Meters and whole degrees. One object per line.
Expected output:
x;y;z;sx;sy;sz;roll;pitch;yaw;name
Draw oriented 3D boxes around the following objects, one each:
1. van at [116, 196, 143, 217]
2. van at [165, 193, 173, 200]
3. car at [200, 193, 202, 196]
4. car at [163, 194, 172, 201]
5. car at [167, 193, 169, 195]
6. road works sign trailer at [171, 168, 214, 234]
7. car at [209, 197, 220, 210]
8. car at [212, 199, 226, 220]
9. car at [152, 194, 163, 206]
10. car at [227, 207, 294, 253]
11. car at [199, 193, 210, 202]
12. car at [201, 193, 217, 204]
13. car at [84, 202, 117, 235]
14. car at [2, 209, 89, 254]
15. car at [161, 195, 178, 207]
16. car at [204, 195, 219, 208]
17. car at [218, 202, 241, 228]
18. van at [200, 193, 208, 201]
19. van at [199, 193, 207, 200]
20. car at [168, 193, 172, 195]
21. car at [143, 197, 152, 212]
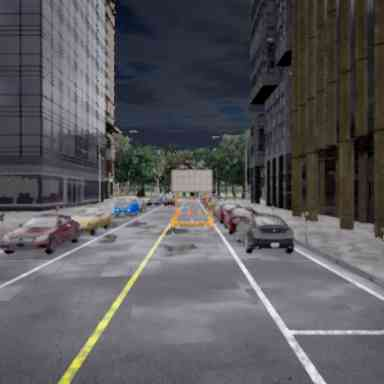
-5.758;1.275;29.584;1.690;1.788;3.998;0;0;0;van
-5.745;1.175;83.960;1.690;1.788;3.998;0;0;0;van
2.775;1.414;62.208;1.887;1.381;4.507;0;0;0;car
-5.746;1.283;78.522;1.967;1.590;4.097;0;0;0;car
-5.750;1.395;62.040;1.752;1.417;4.829;0;0;0;car
0.004;0.421;18.847;2.380;3.560;2.880;0;0;0;road works sign trailer
2.768;1.458;29.752;1.752;1.417;4.829;0;0;0;car
2.767;1.489;24.145;1.887;1.381;4.507;0;0;0;car
-5.752;1.455;51.335;1.947;1.339;4.313;0;0;0;car
2.764;1.520;13.270;2.008;1.369;4.403;0;0;0;car
2.777;1.166;73.083;2.192;1.841;5.009;0;0;0;car
2.771;1.214;45.895;2.192;1.841;5.009;0;0;0;car
-5.760;1.483;18.540;1.752;1.417;4.829;0;0;0;car
-5.761;1.551;13.272;1.802;1.307;4.206;0;0;0;car
-3.071;1.495;48.701;1.895;1.301;4.718;0;0;0;car
2.770;1.435;40.627;1.752;1.417;4.829;0;0;0;car
2.766;1.501;18.707;1.887;1.381;4.507;0;0;0;car
2.779;1.183;78.520;1.690;1.788;3.998;0;0;0;van
2.780;1.175;83.958;1.690;1.788;3.998;0;0;0;van
-5.749;1.426;67.647;1.947;1.339;4.313;0;0;0;car
-5.756;1.473;35.022;2.008;1.369;4.403;0;0;0;car
